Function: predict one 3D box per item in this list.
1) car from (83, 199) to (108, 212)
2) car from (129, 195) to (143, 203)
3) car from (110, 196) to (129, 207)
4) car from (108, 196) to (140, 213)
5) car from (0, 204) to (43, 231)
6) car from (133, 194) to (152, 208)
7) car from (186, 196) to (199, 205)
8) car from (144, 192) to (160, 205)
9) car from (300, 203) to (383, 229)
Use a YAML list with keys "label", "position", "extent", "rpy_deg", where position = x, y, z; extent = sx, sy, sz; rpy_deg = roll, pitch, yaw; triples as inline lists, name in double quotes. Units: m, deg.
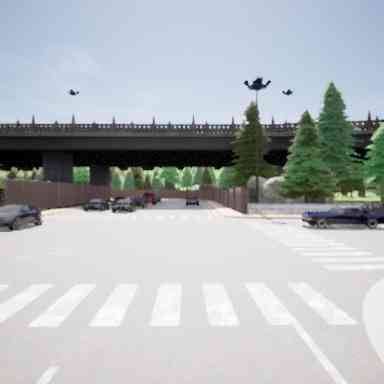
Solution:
- label: "car"
  position: [-10.562, 1.446, 37.036]
  extent: [1.994, 1.385, 4.181]
  rpy_deg: [0, 0, 1]
- label: "car"
  position: [-10.534, 1.328, 62.369]
  extent: [1.812, 1.442, 4.674]
  rpy_deg: [0, 0, 0]
- label: "car"
  position: [-10.549, 1.371, 48.799]
  extent: [1.812, 1.442, 4.674]
  rpy_deg: [0, 0, 0]
- label: "car"
  position: [-7.063, 1.453, 35.058]
  extent: [1.994, 1.385, 4.181]
  rpy_deg: [0, 0, 0]
- label: "car"
  position: [-10.605, 1.449, 19.864]
  extent: [1.812, 1.442, 4.674]
  rpy_deg: [0, 0, 0]
- label: "car"
  position: [-7.007, 1.407, 44.286]
  extent: [2.033, 1.411, 5.357]
  rpy_deg: [0, 0, 0]
- label: "car"
  position: [0.093, 1.396, 53.034]
  extent: [1.994, 1.385, 4.181]
  rpy_deg: [0, 0, 0]
- label: "car"
  position: [-7.008, 1.049, 54.381]
  extent: [2.150, 2.045, 5.566]
  rpy_deg: [0, 0, 0]
- label: "car"
  position: [9.037, 1.482, 20.017]
  extent: [4.718, 1.301, 1.895]
  rpy_deg: [0, 0, 1]
